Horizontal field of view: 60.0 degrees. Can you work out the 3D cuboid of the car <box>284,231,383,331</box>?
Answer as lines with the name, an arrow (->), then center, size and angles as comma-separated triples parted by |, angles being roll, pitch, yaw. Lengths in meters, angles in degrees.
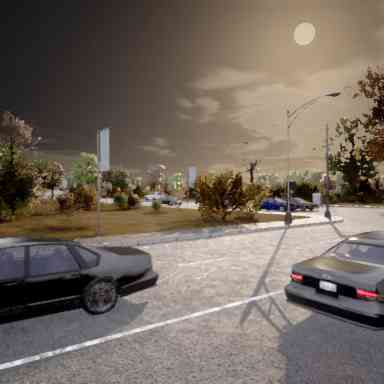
car -> 4.183, 1.528, 6.760 | 5.357, 1.411, 2.033 | 0, 0, -36

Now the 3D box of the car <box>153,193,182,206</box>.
car -> -3.442, 1.341, 51.026 | 2.128, 1.511, 4.902 | -1, 0, -39

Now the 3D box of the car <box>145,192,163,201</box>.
car -> -8.339, 1.010, 73.975 | 2.150, 2.045, 5.566 | 0, 0, -38

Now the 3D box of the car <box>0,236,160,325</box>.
car -> -3.239, 1.548, 5.990 | 5.357, 1.411, 2.033 | 0, 0, -36

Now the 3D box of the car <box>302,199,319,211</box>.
car -> 11.644, 1.366, 37.942 | 2.033, 1.411, 5.357 | -1, 0, -39

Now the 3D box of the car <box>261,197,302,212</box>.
car -> 8.864, 1.320, 35.808 | 1.882, 1.535, 5.008 | -1, 0, -40
